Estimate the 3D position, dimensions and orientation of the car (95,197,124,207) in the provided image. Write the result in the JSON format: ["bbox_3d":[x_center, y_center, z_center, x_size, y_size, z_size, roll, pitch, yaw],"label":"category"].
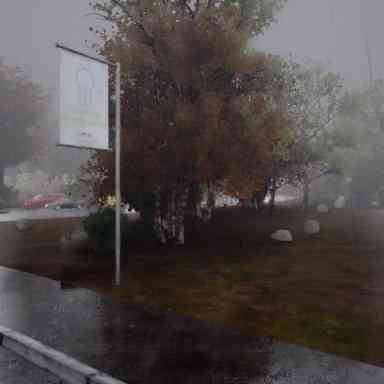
[{"bbox_3d":[-12.309,1.434,50.188,1.882,1.535,5.008,0,0,38],"label":"car"}]

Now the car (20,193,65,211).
[{"bbox_3d":[-18.608,1.211,42.143,2.150,2.045,5.566,0,0,38],"label":"car"}]

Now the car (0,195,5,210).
[{"bbox_3d":[-21.604,1.221,32.786,2.150,2.045,5.566,0,0,39],"label":"car"}]

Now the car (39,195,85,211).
[{"bbox_3d":[-15.421,1.480,40.535,2.128,1.511,4.902,0,0,38],"label":"car"}]
